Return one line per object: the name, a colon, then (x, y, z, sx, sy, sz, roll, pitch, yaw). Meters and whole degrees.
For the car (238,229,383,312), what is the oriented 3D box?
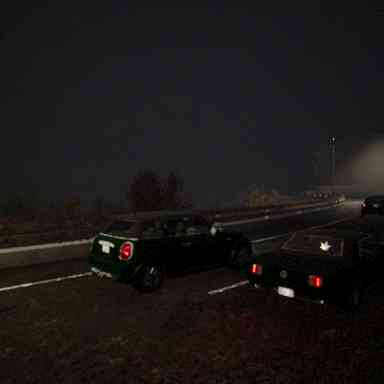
car: (3.346, 1.520, 7.618, 4.718, 1.301, 1.895, -1, 1, -43)

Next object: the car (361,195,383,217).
car: (14.833, 1.034, 26.329, 2.097, 1.767, 4.553, 0, 0, 36)

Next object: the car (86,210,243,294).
car: (-0.372, 1.300, 8.999, 4.553, 1.767, 2.097, -1, 0, -42)
